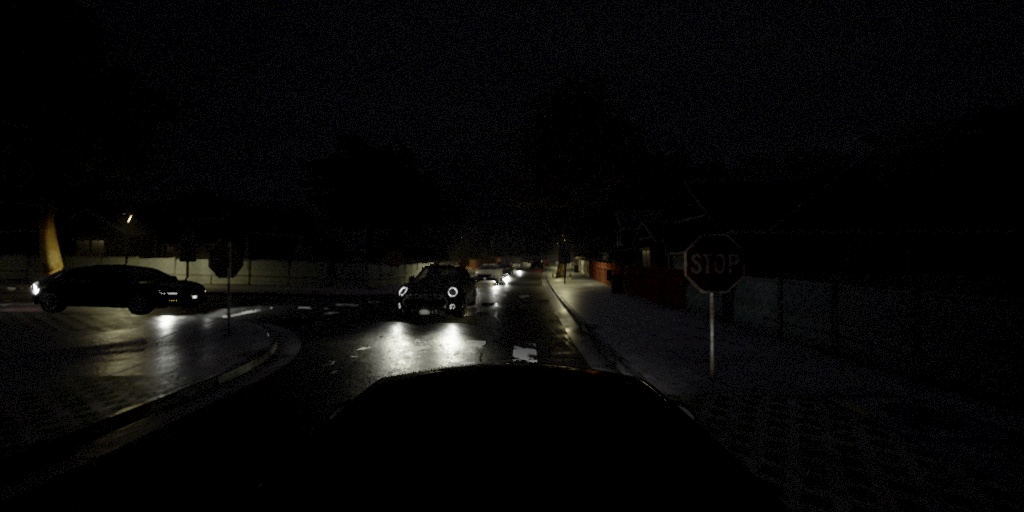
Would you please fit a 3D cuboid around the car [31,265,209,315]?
[{"bbox_3d":[-12.993,1.072,12.038,4.892,1.490,1.837,1,-1,2],"label":"car"}]

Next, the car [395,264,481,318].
[{"bbox_3d":[-2.571,1.115,13.111,2.097,1.767,4.553,1,0,2],"label":"car"}]

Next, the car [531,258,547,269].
[{"bbox_3d":[4.102,1.280,56.970,1.837,1.490,4.892,0,-1,8],"label":"car"}]

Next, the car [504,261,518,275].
[{"bbox_3d":[-0.877,1.313,39.708,2.128,1.511,4.902,0,0,6],"label":"car"}]

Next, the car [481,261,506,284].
[{"bbox_3d":[-1.807,1.365,28.496,1.812,1.442,4.674,0,0,4],"label":"car"}]

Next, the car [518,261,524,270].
[{"bbox_3d":[0.586,1.398,52.606,1.895,1.301,4.718,0,0,8],"label":"car"}]
